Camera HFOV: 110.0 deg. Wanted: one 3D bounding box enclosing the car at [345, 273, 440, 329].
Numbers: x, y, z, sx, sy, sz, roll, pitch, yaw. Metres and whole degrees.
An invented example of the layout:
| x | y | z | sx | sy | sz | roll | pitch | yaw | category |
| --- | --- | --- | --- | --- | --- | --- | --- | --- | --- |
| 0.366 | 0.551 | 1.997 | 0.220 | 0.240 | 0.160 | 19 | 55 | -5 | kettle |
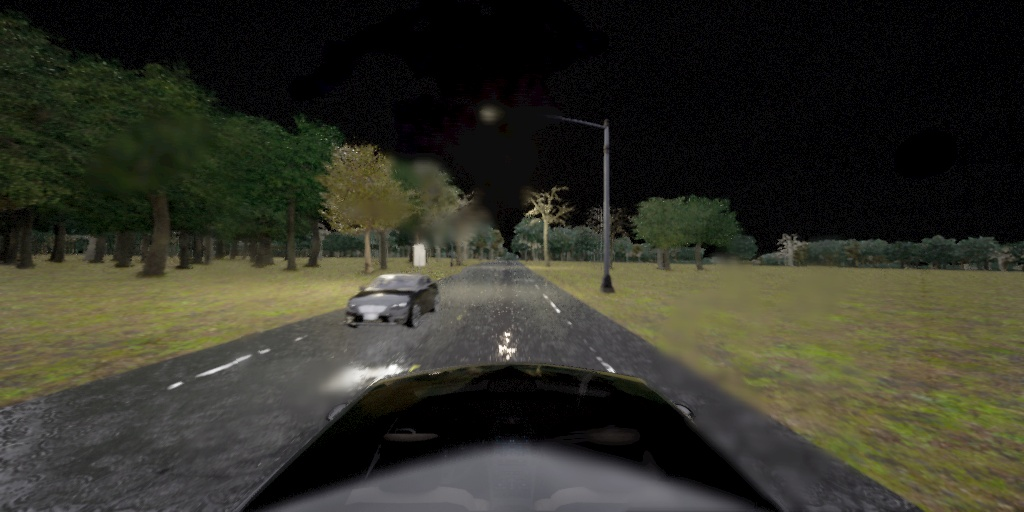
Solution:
| x | y | z | sx | sy | sz | roll | pitch | yaw | category |
| --- | --- | --- | --- | --- | --- | --- | --- | --- | --- |
| -3.599 | 1.305 | 11.609 | 2.128 | 1.511 | 4.902 | 0 | 0 | 0 | car |
